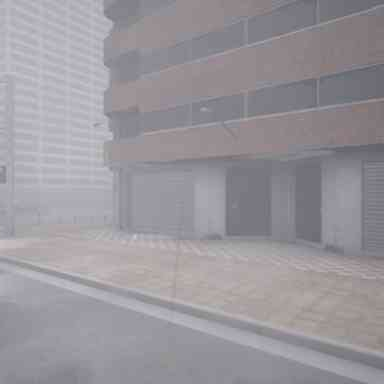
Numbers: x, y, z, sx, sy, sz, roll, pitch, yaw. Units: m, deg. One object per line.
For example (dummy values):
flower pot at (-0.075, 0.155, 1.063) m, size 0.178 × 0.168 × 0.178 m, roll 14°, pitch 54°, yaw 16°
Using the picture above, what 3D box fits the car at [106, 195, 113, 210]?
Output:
car at (-8.895, 1.499, 43.100) m, size 1.837 × 1.490 × 4.892 m, roll 0°, pitch 1°, yaw 37°

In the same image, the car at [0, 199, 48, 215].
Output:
car at (-16.770, 1.502, 32.710) m, size 1.837 × 1.490 × 4.892 m, roll 0°, pitch 0°, yaw 37°
